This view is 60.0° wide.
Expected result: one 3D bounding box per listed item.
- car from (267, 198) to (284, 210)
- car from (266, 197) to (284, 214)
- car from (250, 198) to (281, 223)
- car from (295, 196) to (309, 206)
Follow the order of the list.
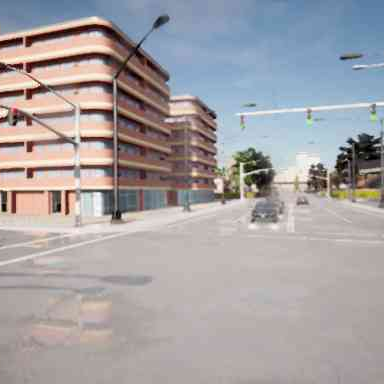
[{"bbox_3d":[10.938,1.513,43.191,1.895,1.301,4.718,-1,0,17],"label":"car"},{"bbox_3d":[8.300,1.293,34.476,2.097,1.767,4.553,-1,0,17],"label":"car"},{"bbox_3d":[5.671,1.475,25.703,1.837,1.490,4.892,-1,0,17],"label":"car"},{"bbox_3d":[17.280,1.390,52.134,2.033,1.411,5.357,-1,0,17],"label":"car"}]
